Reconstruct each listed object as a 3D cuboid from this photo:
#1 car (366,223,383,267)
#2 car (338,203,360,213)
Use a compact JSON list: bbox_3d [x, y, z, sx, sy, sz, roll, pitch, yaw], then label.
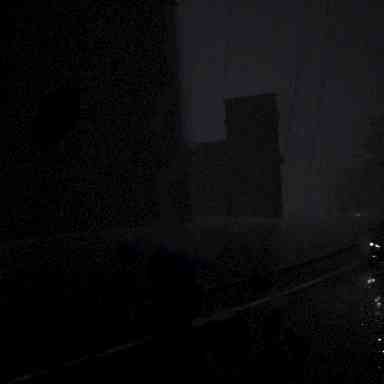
[{"bbox_3d":[7.093,1.501,10.714,2.128,1.511,4.902,-2,-1,41],"label":"car"},{"bbox_3d":[23.259,2.342,49.433,2.128,1.511,4.902,-4,-2,8],"label":"car"}]
